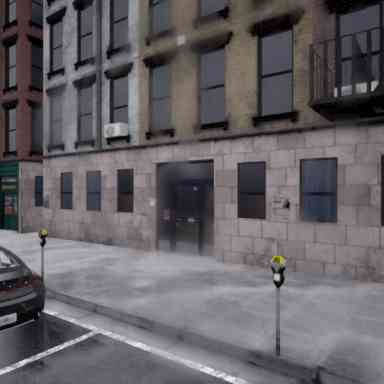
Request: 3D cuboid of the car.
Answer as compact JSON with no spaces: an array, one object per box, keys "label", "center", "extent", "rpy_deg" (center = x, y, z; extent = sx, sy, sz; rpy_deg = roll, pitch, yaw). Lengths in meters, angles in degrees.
[{"label":"car","center":[-4.360,1.550,5.909],"extent":[4.403,1.369,2.008],"rpy_deg":[0,0,35]}]
